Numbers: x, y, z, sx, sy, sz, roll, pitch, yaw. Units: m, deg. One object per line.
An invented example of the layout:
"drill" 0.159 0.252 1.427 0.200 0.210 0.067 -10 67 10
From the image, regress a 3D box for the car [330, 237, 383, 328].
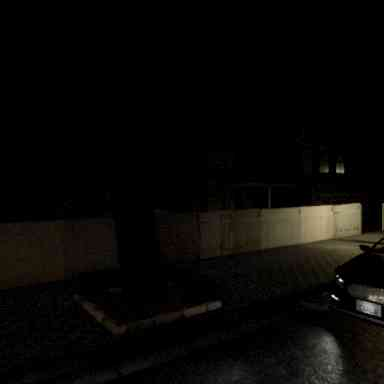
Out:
"car" 4.609 1.439 6.356 4.902 1.511 2.128 0 0 -35
